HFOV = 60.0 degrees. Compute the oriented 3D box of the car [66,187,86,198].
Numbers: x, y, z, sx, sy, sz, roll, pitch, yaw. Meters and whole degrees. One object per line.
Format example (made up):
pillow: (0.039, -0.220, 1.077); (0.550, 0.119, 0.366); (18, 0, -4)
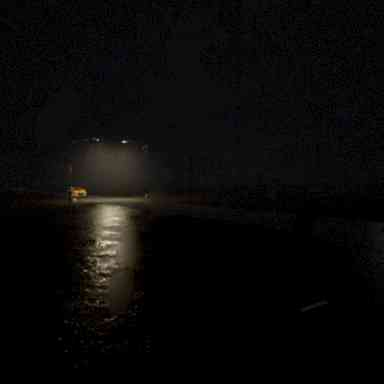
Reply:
car: (-17.622, 0.005, 50.607); (1.882, 1.535, 5.008); (-2, 2, -35)
